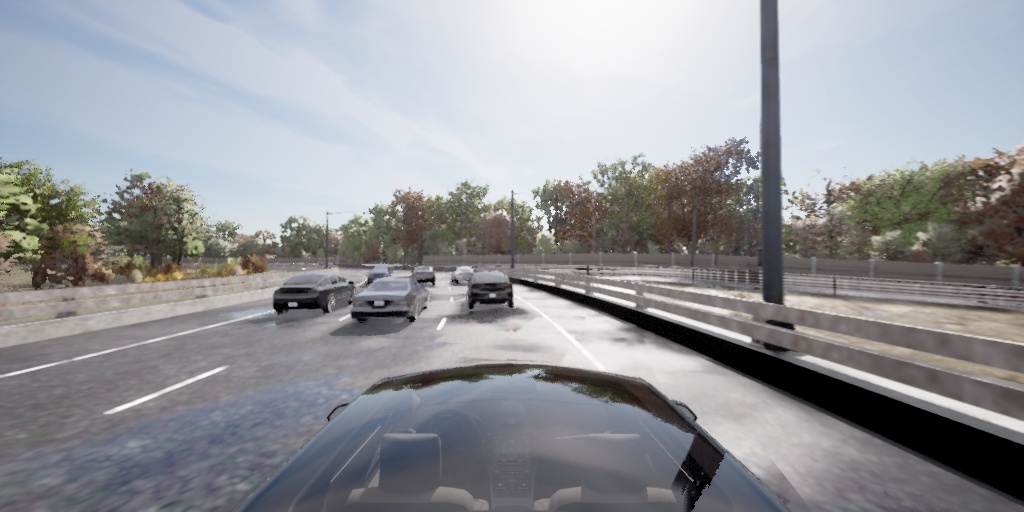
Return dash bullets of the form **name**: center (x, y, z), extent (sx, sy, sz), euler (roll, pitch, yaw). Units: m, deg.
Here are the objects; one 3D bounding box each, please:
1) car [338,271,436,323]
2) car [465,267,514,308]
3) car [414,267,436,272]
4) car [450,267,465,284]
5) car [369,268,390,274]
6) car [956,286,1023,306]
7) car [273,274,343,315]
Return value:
- **car**: center (-4.157, 1.462, 12.982), extent (2.033, 1.411, 5.357), euler (0, -1, -6)
- **car**: center (-1.099, 1.427, 16.610), extent (1.882, 1.535, 5.008), euler (0, 0, -8)
- **car**: center (-7.527, 1.649, 30.538), extent (2.128, 1.511, 4.902), euler (0, -1, -15)
- **car**: center (-4.315, 1.689, 32.023), extent (1.812, 1.442, 4.674), euler (0, -1, -16)
- **car**: center (-11.144, 1.696, 30.467), extent (1.812, 1.442, 4.674), euler (0, -1, -16)
- **car**: center (37.576, 2.994, 27.705), extent (4.181, 1.385, 1.994), euler (3, 1, 28)
- **car**: center (-7.913, 1.460, 14.861), extent (1.837, 1.490, 4.892), euler (0, 0, -7)
